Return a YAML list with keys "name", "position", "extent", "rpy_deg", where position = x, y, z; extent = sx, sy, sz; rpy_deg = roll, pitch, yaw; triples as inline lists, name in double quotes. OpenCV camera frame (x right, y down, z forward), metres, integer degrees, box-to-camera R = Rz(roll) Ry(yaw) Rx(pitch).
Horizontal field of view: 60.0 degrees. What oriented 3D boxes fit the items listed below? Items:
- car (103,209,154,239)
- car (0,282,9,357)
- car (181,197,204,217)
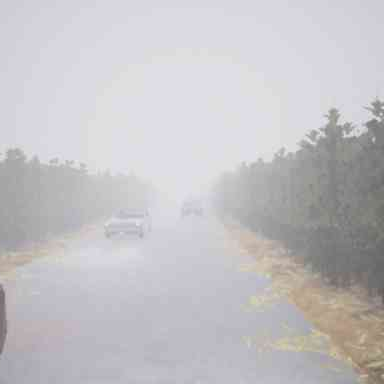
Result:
- name: "car"
  position: [-3.210, 1.574, 17.492]
  extent: [1.895, 1.301, 4.718]
  rpy_deg: [0, 0, 0]
- name: "car"
  position: [-3.198, 1.482, 2.061]
  extent: [1.882, 1.535, 5.008]
  rpy_deg: [0, 0, 0]
- name: "car"
  position: [0.030, 1.428, 29.188]
  extent: [1.895, 1.301, 4.718]
  rpy_deg: [0, 1, 0]
